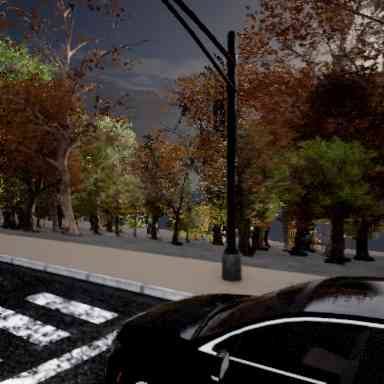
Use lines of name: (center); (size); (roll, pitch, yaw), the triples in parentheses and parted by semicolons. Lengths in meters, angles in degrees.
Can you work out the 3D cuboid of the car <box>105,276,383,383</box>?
car: (1.346, 1.510, 2.723); (4.892, 1.490, 1.837); (0, 0, 36)
